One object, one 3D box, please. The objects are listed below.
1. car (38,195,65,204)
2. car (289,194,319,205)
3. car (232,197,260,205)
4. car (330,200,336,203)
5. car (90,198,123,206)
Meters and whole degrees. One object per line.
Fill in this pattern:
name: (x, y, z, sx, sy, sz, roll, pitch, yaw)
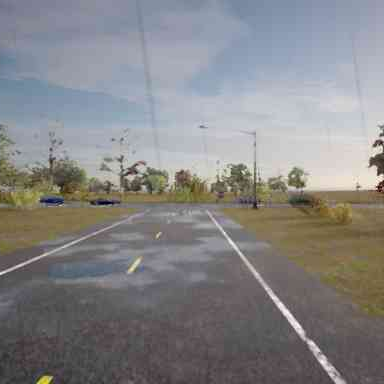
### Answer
car: (-24.852, 1.355, 57.984, 5.008, 1.535, 1.882, 0, 0, -2)
car: (18.057, 1.287, 52.146, 5.566, 2.045, 2.150, 0, 0, -2)
car: (9.621, 1.545, 58.914, 4.902, 1.511, 2.128, 0, 0, -2)
car: (23.057, 1.667, 59.305, 4.718, 1.301, 1.895, 0, 0, -2)
car: (-13.141, 1.547, 51.328, 4.718, 1.301, 1.895, 0, 0, -2)
